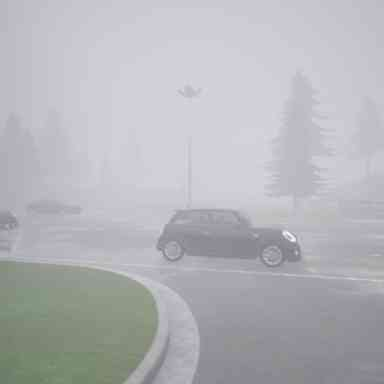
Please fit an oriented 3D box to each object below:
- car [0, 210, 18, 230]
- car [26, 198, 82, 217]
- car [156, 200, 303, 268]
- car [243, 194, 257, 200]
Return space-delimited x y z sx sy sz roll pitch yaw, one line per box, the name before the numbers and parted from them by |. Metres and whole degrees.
car | -11.958 1.267 18.289 4.553 1.767 2.097 0 0 16
car | -12.125 1.328 29.259 5.008 1.535 1.882 0 0 16
car | 1.225 1.283 10.879 4.553 1.767 2.097 0 0 16
car | 11.631 1.075 65.193 2.128 1.511 4.902 0 0 -12
